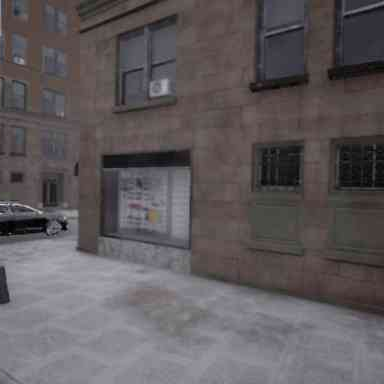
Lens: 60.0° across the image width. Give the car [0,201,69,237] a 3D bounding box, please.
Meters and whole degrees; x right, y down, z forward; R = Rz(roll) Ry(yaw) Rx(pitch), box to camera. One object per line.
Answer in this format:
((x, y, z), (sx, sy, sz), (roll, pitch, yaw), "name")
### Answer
((-7.288, 1.104, 13.100), (2.128, 1.511, 4.902), (2, 1, 35), "car")
